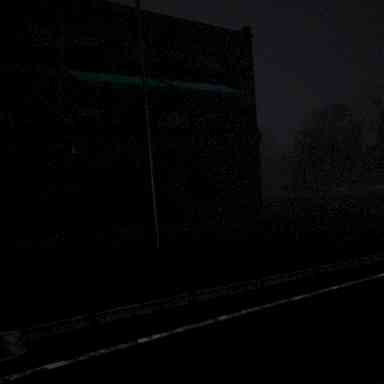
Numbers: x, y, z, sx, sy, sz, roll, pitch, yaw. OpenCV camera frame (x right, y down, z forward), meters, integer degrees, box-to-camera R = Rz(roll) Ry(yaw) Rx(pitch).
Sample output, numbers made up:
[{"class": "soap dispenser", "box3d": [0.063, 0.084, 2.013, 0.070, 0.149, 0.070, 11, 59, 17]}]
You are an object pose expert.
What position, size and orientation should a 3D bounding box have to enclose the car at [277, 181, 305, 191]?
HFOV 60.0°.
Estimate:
[{"class": "car", "box3d": [16.037, -0.963, 54.445, 1.837, 1.490, 4.892, -8, 0, -35]}]
